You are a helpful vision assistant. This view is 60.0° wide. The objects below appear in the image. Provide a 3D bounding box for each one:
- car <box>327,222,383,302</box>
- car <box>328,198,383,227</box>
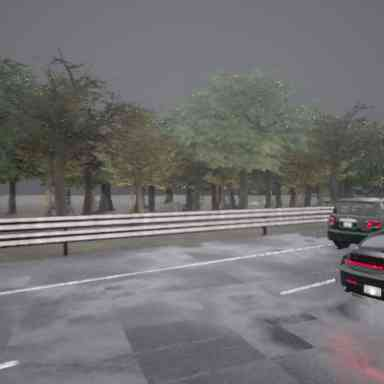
[{"bbox_3d":[5.234,1.527,7.334,4.892,1.490,1.837,0,0,-34],"label":"car"},{"bbox_3d":[7.745,1.255,13.264,5.566,2.045,2.150,0,0,-34],"label":"car"}]
